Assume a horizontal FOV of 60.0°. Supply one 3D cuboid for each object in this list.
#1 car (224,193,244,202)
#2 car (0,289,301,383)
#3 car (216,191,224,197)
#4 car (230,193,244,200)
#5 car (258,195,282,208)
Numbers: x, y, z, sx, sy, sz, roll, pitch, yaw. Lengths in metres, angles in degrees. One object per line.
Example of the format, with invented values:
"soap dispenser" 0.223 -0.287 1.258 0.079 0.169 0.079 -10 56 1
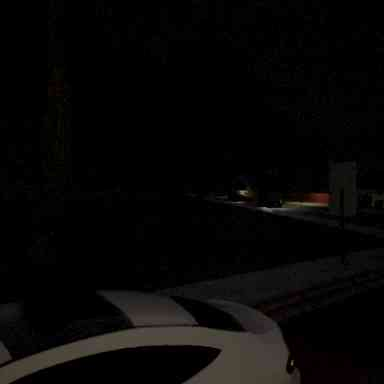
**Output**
"car" 7.733 0.970 59.778 2.033 1.411 5.357 -1 1 -6
"car" -1.177 1.531 2.157 4.674 1.442 1.812 0 0 -37
"car" 7.428 0.525 86.773 1.812 1.442 4.674 -1 1 -7
"car" 9.382 0.855 69.779 1.895 1.301 4.718 -1 1 -7
"car" 9.739 1.151 41.746 1.837 1.490 4.892 -1 1 -6
